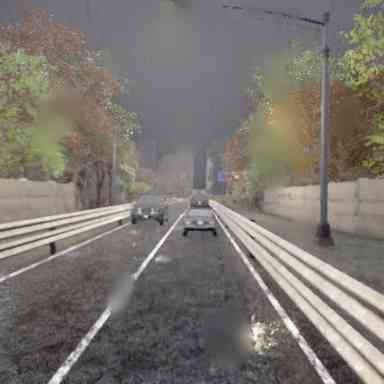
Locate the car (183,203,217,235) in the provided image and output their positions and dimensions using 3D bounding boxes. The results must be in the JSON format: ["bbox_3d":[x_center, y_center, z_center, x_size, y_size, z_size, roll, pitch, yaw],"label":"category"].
[{"bbox_3d":[0.450,1.576,18.984,2.033,1.411,5.357,1,0,1],"label":"car"}]

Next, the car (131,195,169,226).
[{"bbox_3d":[-2.886,1.211,23.987,2.150,2.045,5.566,1,0,1],"label":"car"}]

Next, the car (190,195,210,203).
[{"bbox_3d":[0.894,1.331,39.331,2.150,2.045,5.566,1,0,1],"label":"car"}]
